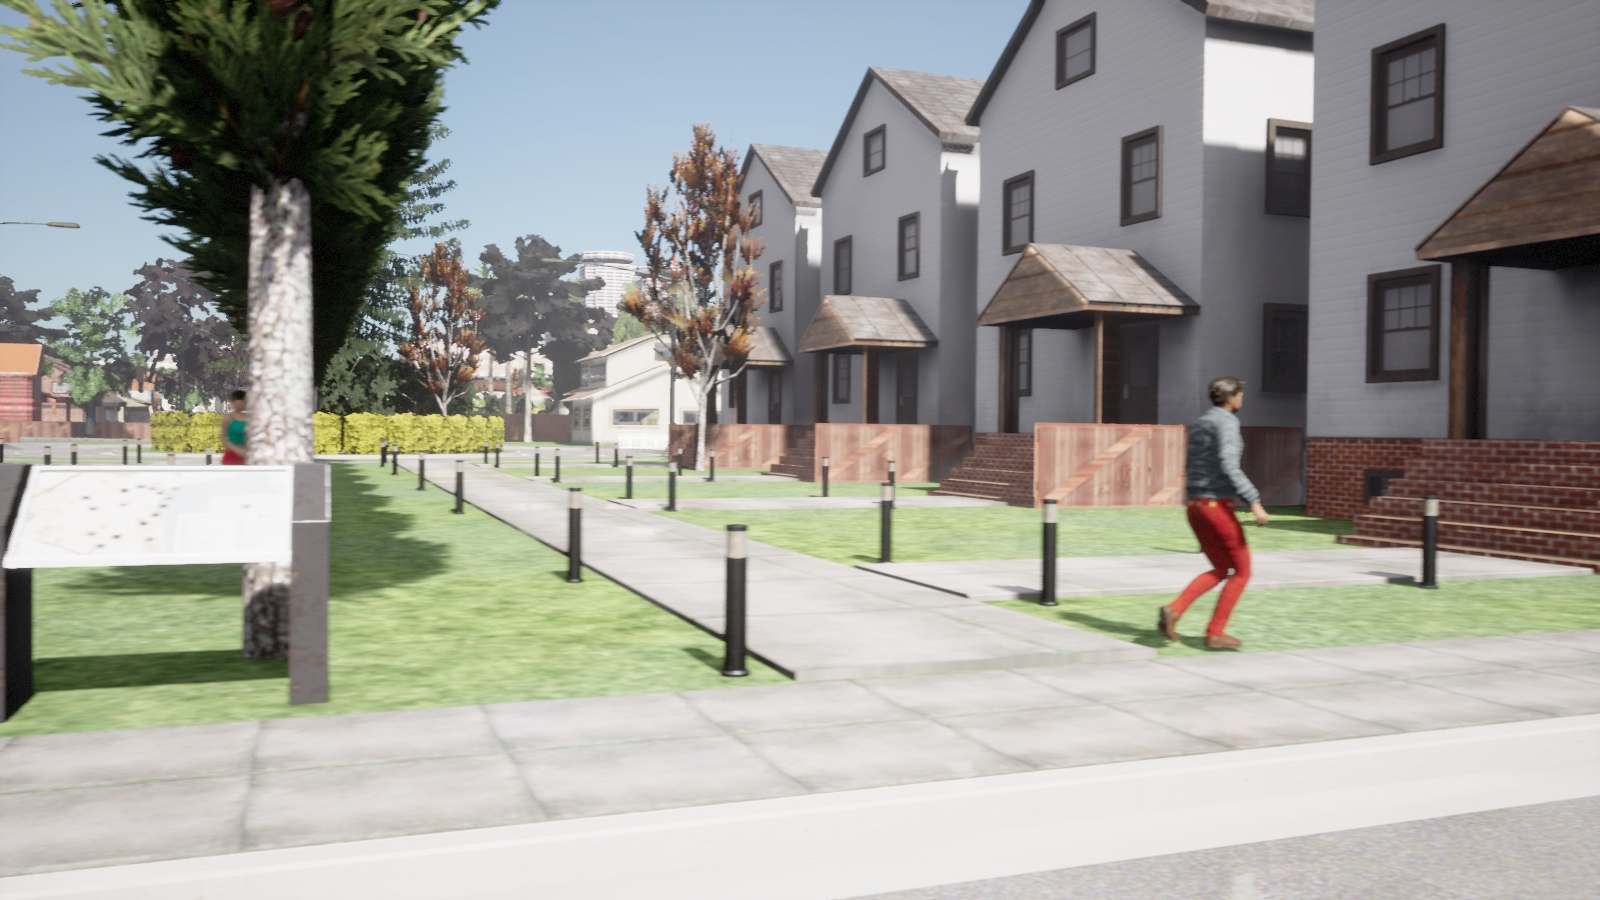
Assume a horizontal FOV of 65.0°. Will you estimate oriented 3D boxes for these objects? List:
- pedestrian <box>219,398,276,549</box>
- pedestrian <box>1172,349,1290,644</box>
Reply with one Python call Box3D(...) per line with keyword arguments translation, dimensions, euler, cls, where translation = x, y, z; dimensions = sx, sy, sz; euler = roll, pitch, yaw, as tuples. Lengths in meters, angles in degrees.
Box3D(translation=(-6.839, 0.282, 15.542), dimensions=(0.594, 1.836, 0.345), euler=(0, 1, 33), cls="pedestrian")
Box3D(translation=(2.778, 0.284, 8.104), dimensions=(0.614, 1.847, 0.353), euler=(-1, 1, -15), cls="pedestrian")
